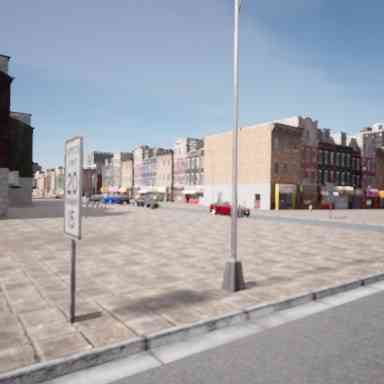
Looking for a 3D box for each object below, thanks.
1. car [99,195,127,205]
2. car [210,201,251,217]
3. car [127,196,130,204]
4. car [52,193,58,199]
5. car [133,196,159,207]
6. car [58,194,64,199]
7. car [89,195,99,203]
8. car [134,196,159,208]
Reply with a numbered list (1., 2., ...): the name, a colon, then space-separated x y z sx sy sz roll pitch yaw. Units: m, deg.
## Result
1. car: -12.557 1.204 52.553 1.882 1.535 5.008 1 0 -35
2. car: 3.462 1.528 30.580 1.887 1.381 4.507 2 -1 -35
3. car: -12.368 1.254 57.503 1.837 1.490 4.892 1 0 -35
4. car: -31.448 1.053 79.908 1.887 1.381 4.507 2 -1 -35
5. car: -6.959 1.330 49.949 1.837 1.490 4.892 1 0 -35
6. car: -28.274 1.085 75.423 1.887 1.381 4.507 2 -1 -35
7. car: -16.608 1.198 58.262 1.812 1.442 4.674 1 0 -35
8. car: -6.059 1.390 44.032 1.947 1.339 4.313 2 -1 -35
